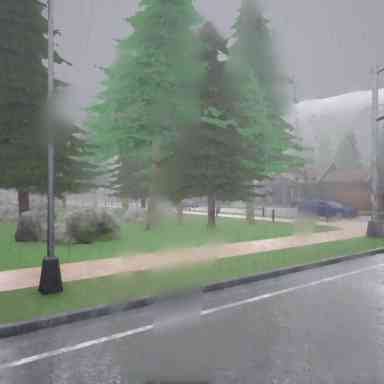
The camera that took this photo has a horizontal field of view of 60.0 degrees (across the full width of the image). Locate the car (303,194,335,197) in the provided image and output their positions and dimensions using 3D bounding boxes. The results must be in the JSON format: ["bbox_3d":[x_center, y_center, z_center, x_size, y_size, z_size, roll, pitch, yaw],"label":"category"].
[{"bbox_3d":[16.682,1.160,42.408,4.605,1.855,1.932,0,0,-37],"label":"car"}]

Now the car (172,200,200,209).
[{"bbox_3d":[-0.808,1.550,44.097,1.994,1.385,4.181,0,0,-37],"label":"car"}]

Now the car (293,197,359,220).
[{"bbox_3d":[11.367,1.464,27.954,1.882,1.535,5.008,0,0,-37],"label":"car"}]

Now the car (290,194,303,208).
[{"bbox_3d":[14.856,1.161,44.179,3.866,1.878,1.905,0,0,-37],"label":"car"}]

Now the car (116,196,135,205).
[{"bbox_3d":[-11.268,1.317,57.215,2.128,1.511,4.902,0,0,-43],"label":"car"}]
